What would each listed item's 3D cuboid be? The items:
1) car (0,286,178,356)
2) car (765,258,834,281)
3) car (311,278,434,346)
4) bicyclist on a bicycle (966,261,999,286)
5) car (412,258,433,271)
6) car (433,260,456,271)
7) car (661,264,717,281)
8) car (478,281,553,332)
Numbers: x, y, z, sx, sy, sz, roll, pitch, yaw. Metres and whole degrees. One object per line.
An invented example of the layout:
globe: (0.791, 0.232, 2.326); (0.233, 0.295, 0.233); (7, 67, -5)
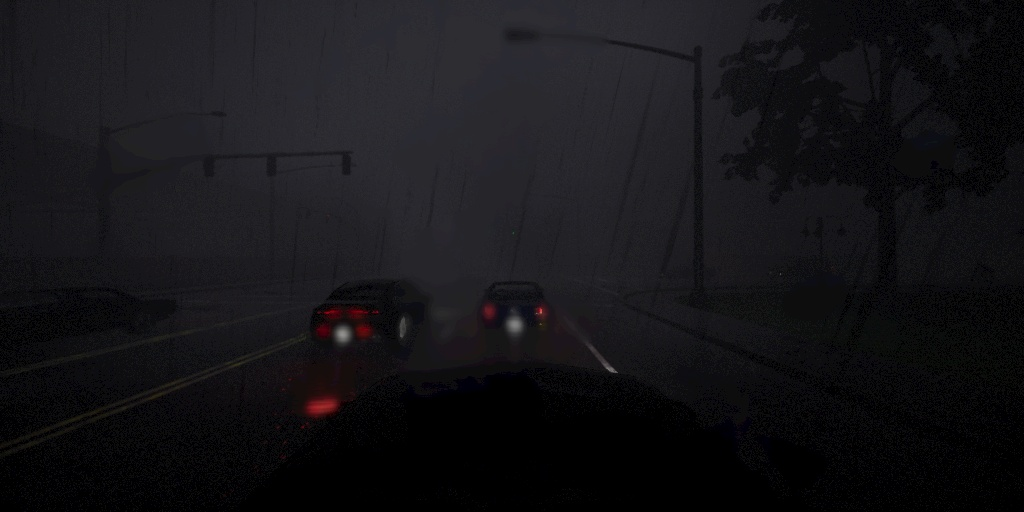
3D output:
car: (-10.596, 1.405, 8.102); (1.895, 1.301, 4.718); (0, 0, 0)
car: (27.229, 1.248, 34.004); (5.566, 2.045, 2.150); (0, 0, -1)
car: (-3.413, 1.325, 9.657); (1.837, 1.490, 4.892); (0, 0, 0)
bicyclist on a bicycle: (30.982, 1.161, 23.626); (0.582, 1.620, 1.656); (0, 0, -1)
car: (-14.047, 1.307, 56.309); (2.150, 2.045, 5.566); (0, 0, 0)
car: (-10.549, 1.684, 56.063); (1.895, 1.301, 4.718); (0, 0, 0)
car: (16.590, 1.516, 33.736); (4.902, 1.511, 2.128); (0, 0, -1)
car: (0.094, 1.431, 11.119); (1.895, 1.301, 4.718); (0, 0, 0)
